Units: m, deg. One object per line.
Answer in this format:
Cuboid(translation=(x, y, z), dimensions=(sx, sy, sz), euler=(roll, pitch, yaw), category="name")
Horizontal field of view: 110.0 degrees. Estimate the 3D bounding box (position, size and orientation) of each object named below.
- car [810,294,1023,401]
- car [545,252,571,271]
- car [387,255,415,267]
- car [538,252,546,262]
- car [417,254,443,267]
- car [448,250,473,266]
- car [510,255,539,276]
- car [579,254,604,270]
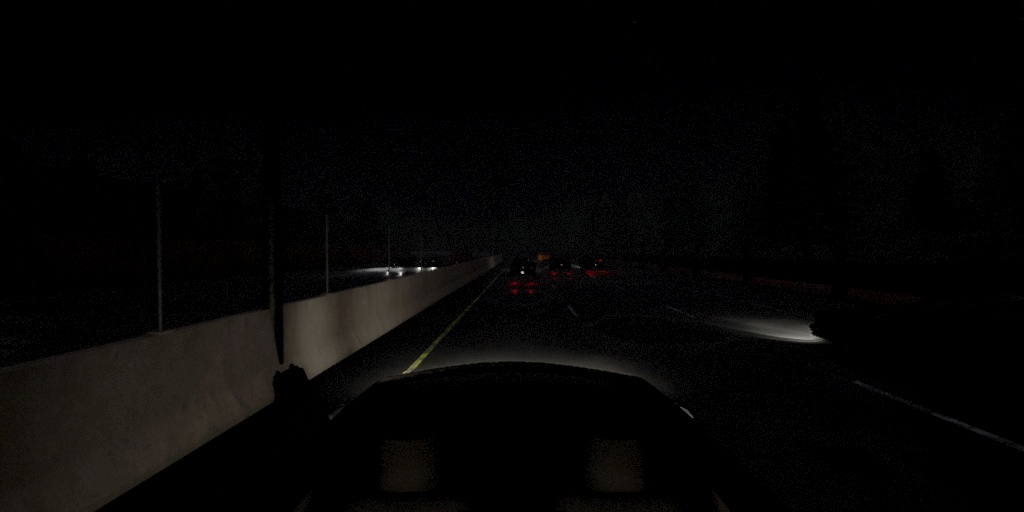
Cuboid(translation=(7.122, 1.253, 5.019), dimensions=(2.033, 1.411, 5.357), euler=(0, 1, 2), category="car")
Cuboid(translation=(4.592, 0.590, 35.136), dimensions=(1.882, 1.535, 5.008), euler=(0, 1, 2), category="car")
Cuboid(translation=(-12.813, 0.596, 41.496), dimensions=(1.895, 1.301, 4.718), euler=(0, 1, 2), category="car")
Cuboid(translation=(5.178, 0.159, 57.392), dimensions=(1.882, 1.535, 5.008), euler=(0, 1, 0), category="car")
Cuboid(translation=(-9.313, 0.498, 41.412), dimensions=(1.812, 1.442, 4.674), euler=(0, 1, 2), category="car")
Cuboid(translation=(-5.815, 0.291, 41.265), dimensions=(2.150, 2.045, 5.566), euler=(0, 1, 2), category="car")
Cuboid(translation=(0.872, 0.834, 28.376), dimensions=(1.895, 1.301, 4.718), euler=(0, 1, 2), category="car")
Cuboid(translation=(8.152, 0.579, 36.921), dimensions=(2.128, 1.511, 4.902), euler=(0, 1, 2), category="car")
